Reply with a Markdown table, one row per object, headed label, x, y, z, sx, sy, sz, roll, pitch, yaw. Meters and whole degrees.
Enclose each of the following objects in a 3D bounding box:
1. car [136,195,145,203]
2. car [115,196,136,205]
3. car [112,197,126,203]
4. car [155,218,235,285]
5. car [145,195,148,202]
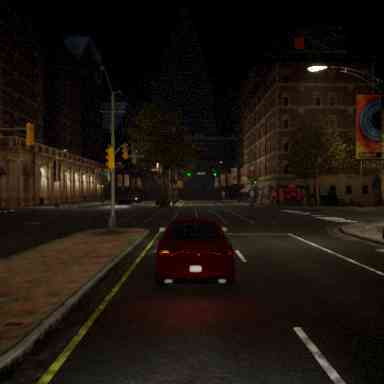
| label | x | y | z | sx | sy | sz | roll | pitch | yaw |
| --- | --- | --- | --- | --- | --- | --- | --- | --- | --- |
| car | -11.711 | 1.575 | 68.727 | 2.033 | 1.411 | 5.357 | 0 | 0 | 0 |
| car | -11.737 | 1.631 | 58.654 | 1.895 | 1.301 | 4.718 | 0 | 0 | 0 |
| car | -14.960 | 1.630 | 68.783 | 1.895 | 1.301 | 4.718 | 0 | 0 | 0 |
| car | 0.049 | 1.483 | 9.584 | 1.882 | 1.535 | 5.008 | 0 | 0 | -1 |
| car | -11.743 | 1.518 | 79.207 | 1.882 | 1.535 | 5.008 | 0 | 0 | 0 |
